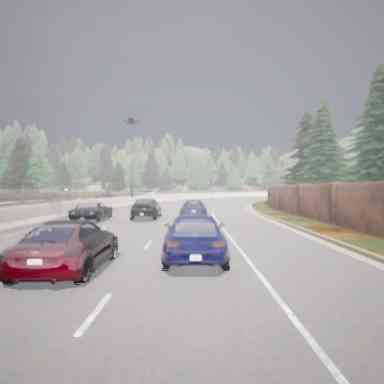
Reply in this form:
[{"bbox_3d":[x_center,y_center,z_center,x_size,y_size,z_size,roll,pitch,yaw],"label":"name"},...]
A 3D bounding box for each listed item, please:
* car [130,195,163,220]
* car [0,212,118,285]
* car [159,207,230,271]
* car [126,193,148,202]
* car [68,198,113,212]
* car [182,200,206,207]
[{"bbox_3d":[-3.363,1.237,24.900,1.837,1.490,4.892,0,1,1],"label":"car"},{"bbox_3d":[-3.402,1.465,9.206,1.994,1.385,4.181,0,1,0],"label":"car"},{"bbox_3d":[0.086,1.413,10.392,1.812,1.442,4.674,0,1,0],"label":"car"},{"bbox_3d":[-9.216,0.958,56.539,1.994,1.385,4.181,0,1,18],"label":"car"},{"bbox_3d":[-6.891,1.352,23.230,1.895,1.301,4.718,0,1,0],"label":"car"},{"bbox_3d":[0.152,1.288,25.569,1.994,1.385,4.181,0,1,1],"label":"car"}]
